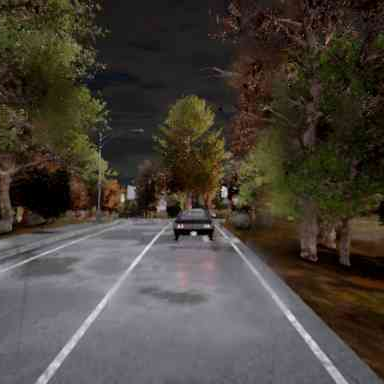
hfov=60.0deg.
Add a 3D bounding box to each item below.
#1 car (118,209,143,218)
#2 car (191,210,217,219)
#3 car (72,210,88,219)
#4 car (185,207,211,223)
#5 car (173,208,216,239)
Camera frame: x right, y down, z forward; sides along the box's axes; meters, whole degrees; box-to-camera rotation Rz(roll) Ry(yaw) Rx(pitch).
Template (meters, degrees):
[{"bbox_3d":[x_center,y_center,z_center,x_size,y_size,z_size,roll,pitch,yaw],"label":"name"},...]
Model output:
[{"bbox_3d":[-13.575,4.832,73.503,5.566,2.045,2.150,1,-4,-37],"label":"car"},{"bbox_3d":[2.671,5.114,76.120,5.566,2.045,2.150,-1,-4,20],"label":"car"},{"bbox_3d":[-19.182,3.873,57.176,2.097,1.767,4.553,1,-4,-10],"label":"car"},{"bbox_3d":[0.706,2.260,32.894,2.033,1.411,5.357,0,-4,7],"label":"car"},{"bbox_3d":[0.079,1.635,17.264,1.895,1.301,4.718,0,-1,0],"label":"car"}]
